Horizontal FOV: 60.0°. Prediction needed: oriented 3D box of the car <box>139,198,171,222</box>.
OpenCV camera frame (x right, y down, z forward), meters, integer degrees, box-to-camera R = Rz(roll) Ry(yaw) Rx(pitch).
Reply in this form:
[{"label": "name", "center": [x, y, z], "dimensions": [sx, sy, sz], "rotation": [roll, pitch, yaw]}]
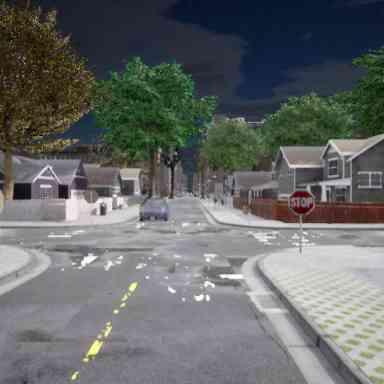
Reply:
[{"label": "car", "center": [-2.832, 1.313, 26.057], "dimensions": [2.097, 1.767, 4.553], "rotation": [0, -1, 0]}]
